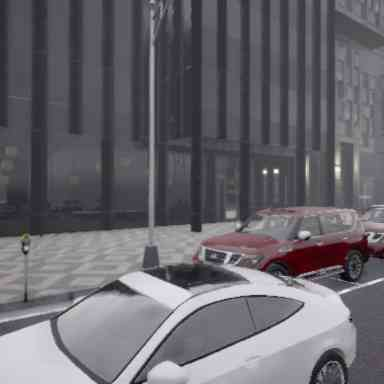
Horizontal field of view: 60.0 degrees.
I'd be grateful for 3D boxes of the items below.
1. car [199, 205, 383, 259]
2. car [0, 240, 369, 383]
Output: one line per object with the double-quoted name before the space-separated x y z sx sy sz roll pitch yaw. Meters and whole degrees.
"car" 2.421 1.329 8.260 5.009 1.841 2.192 0 0 -36
"car" -0.230 1.529 3.216 4.674 1.442 1.812 0 0 -36
